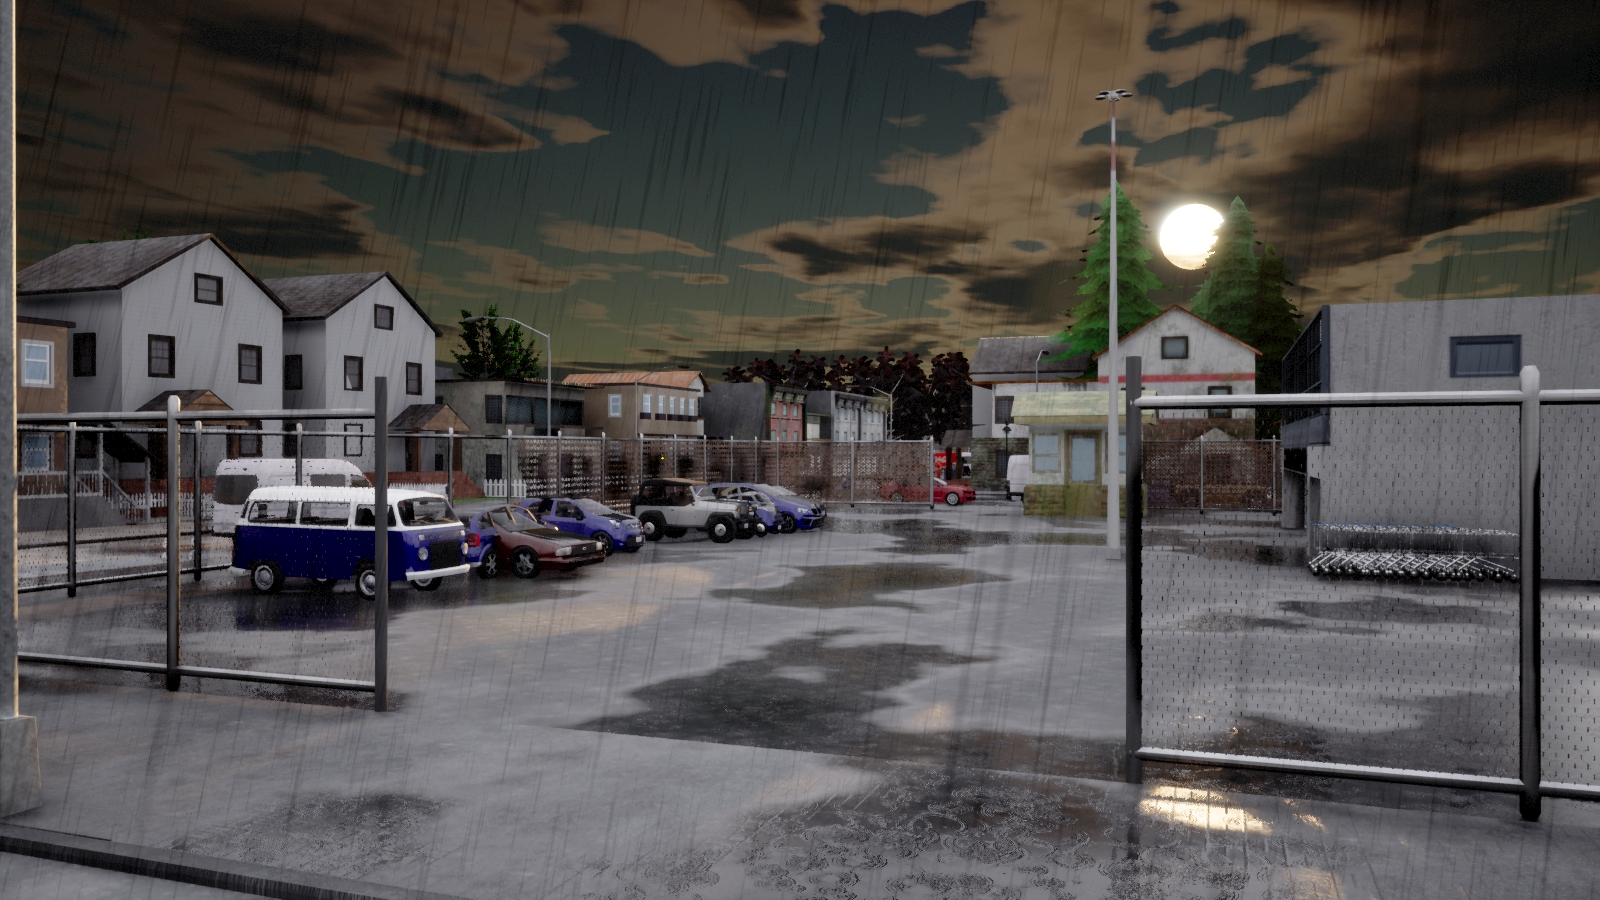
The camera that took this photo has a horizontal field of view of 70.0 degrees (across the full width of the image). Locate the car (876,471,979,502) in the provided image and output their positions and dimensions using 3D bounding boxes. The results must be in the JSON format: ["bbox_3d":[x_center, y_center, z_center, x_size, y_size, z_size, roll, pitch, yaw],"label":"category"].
[{"bbox_3d":[6.523,1.843,58.394,4.892,1.480,2.231,0,0,19],"label":"car"}]

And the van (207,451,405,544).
[{"bbox_3d":[-14.782,1.319,34.667,1.988,2.561,5.915,0,0,20],"label":"van"}]

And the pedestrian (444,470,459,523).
[{"bbox_3d":[-12.341,1.633,40.425,0.375,1.860,0.375,0,0,9],"label":"pedestrian"}]
